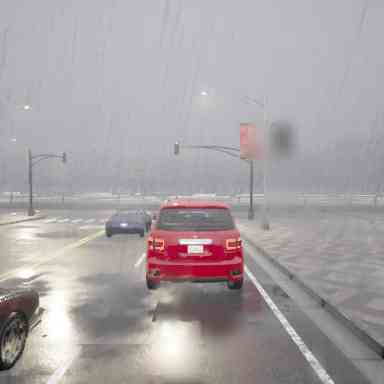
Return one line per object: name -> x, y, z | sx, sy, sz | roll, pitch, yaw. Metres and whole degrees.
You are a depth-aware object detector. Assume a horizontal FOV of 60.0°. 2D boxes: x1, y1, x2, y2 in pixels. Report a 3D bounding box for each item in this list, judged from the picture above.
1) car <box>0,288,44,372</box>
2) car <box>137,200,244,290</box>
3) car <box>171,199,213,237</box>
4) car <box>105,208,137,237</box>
car -> -3.148, 1.546, 2.582 | 2.033, 1.411, 5.357 | 0, 0, 0
car -> 0.044, 1.217, 9.223 | 2.150, 2.045, 5.566 | 0, 0, -1
car -> -0.024, 1.343, 18.813 | 2.097, 1.767, 4.553 | 0, 0, 0
car -> -3.267, 1.553, 17.916 | 1.994, 1.385, 4.181 | 0, 0, 0
